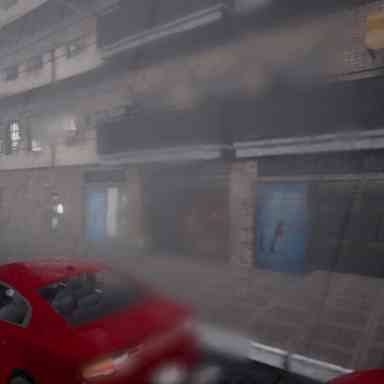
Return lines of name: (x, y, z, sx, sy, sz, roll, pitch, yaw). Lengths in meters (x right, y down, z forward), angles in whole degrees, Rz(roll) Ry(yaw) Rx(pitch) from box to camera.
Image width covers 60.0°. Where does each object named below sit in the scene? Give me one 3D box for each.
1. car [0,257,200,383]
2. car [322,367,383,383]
car: (-2.021, 1.547, 4.316, 4.507, 1.381, 1.887, 0, 0, 36)
car: (2.562, 1.544, 1.045, 4.507, 1.381, 1.887, 0, 0, 36)
